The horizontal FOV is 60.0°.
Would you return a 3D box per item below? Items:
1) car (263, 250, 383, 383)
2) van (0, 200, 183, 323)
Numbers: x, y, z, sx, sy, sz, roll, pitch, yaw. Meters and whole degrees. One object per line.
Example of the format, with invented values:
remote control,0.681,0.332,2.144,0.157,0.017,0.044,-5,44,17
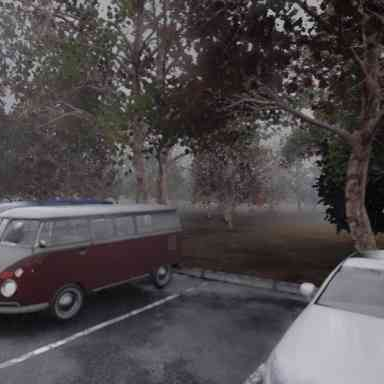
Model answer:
car,2.464,1.521,4.006,2.002,1.452,4.674,0,0,36
van,-2.136,1.269,7.150,1.878,1.987,4.442,0,0,36
